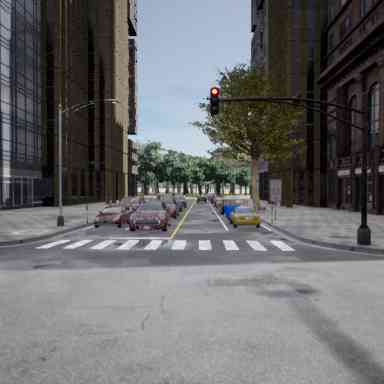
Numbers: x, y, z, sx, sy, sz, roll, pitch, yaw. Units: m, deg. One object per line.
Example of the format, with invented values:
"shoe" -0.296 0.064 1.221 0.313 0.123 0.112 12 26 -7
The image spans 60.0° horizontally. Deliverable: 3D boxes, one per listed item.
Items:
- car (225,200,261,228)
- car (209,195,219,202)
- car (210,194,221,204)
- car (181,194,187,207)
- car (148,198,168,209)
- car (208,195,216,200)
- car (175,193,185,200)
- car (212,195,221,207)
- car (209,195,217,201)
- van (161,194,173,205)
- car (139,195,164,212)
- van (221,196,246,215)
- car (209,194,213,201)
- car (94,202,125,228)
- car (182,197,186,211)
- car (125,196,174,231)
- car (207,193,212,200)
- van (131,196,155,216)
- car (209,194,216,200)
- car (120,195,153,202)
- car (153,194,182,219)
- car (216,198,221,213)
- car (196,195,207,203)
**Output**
"car" 3.404 1.509 21.867 1.752 1.417 4.829 -1 0 2
"car" 4.807 1.417 72.791 2.008 1.369 4.403 0 0 2
"car" 4.182 1.472 50.084 1.887 1.381 4.507 -1 0 2
"car" -1.701 1.438 47.980 1.837 1.490 4.892 0 0 2
"car" -4.497 1.492 44.635 2.008 1.369 4.403 -1 0 2
"car" 5.276 1.381 89.823 1.947 1.339 4.313 0 0 2
"car" -3.248 1.130 90.053 2.192 1.841 5.009 0 0 2
"car" 4.030 1.467 44.577 1.752 1.417 4.829 -1 0 2
"car" 4.964 1.431 78.469 1.802 1.307 4.206 0 0 2
"van" -4.186 1.254 55.989 1.690 1.788 3.998 0 0 2
"car" -4.655 1.270 38.957 2.192 1.841 5.009 -1 0 2
"van" 3.554 1.317 27.375 1.690 1.788 3.998 -1 0 2
"car" 4.338 1.464 55.761 2.008 1.369 4.403 -1 0 2
"car" -5.122 1.566 21.923 1.802 1.307 4.206 -1 0 2
"car" -2.003 1.557 38.056 1.895 1.301 4.718 0 0 2
"car" -2.442 1.338 20.178 2.097 1.767 4.553 0 0 0
"car" 4.492 1.213 61.437 2.192 1.841 5.009 -1 0 2
"van" -4.812 1.307 33.279 1.690 1.788 3.998 -1 0 2
"car" 5.124 1.358 84.315 1.752 1.417 4.829 0 0 2
"car" -4.969 1.291 27.601 2.192 1.841 5.009 -1 0 2
"car" -2.255 1.325 28.988 2.097 1.767 4.553 0 0 2
"car" 3.713 1.532 33.053 1.947 1.339 4.313 -1 0 2
"car" 1.959 1.390 65.843 1.837 1.490 4.892 0 0 2
